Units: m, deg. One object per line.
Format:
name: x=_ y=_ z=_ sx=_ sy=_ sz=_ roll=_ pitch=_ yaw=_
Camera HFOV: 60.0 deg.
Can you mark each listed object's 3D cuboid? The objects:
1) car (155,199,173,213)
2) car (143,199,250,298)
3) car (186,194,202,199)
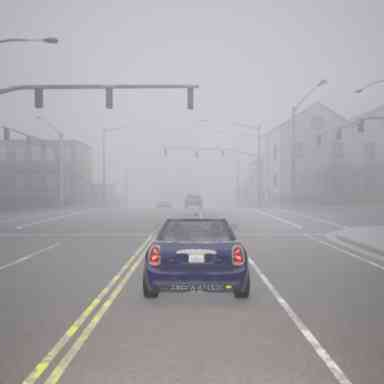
car: x=-3.522 y=1.875 z=42.884 sx=1.994 sy=1.385 sz=4.181 roll=0 pitch=-8 yaw=0
car: x=0.097 y=1.221 z=8.322 sx=2.097 sy=1.767 sz=4.553 roll=0 pitch=1 yaw=0
car: x=0.182 y=1.078 z=37.090 sx=2.128 sy=1.511 sz=4.902 roll=0 pitch=-6 yaw=0
